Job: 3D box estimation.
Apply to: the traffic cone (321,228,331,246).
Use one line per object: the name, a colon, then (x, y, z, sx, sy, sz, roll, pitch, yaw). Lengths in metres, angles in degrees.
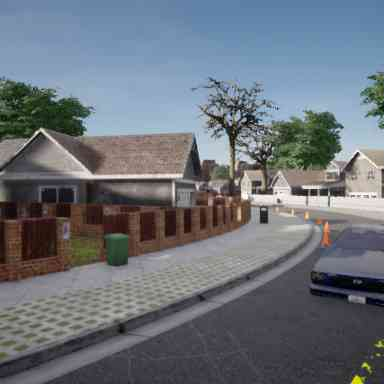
traffic cone: (5.640, 1.936, 14.017, 0.340, 0.580, 0.340, 0, 0, 26)

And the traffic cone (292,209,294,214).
traffic cone: (9.800, 1.872, 32.238, 0.340, 0.580, 0.340, 0, 0, 0)

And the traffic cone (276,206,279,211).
traffic cone: (9.499, 1.859, 36.940, 0.340, 0.580, 0.340, 0, 0, -7)

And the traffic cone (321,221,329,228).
traffic cone: (7.464, 1.921, 18.361, 0.340, 0.580, 0.340, 0, 0, 19)

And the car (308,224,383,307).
car: (4.446, 1.539, 8.189, 2.033, 1.411, 5.357, 0, 0, 34)

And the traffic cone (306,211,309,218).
traffic cone: (9.558, 1.887, 27.532, 0.340, 0.580, 0.340, 0, 0, 6)

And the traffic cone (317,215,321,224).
traffic cone: (8.775, 1.903, 22.886, 0.340, 0.580, 0.340, 0, 0, 13)
